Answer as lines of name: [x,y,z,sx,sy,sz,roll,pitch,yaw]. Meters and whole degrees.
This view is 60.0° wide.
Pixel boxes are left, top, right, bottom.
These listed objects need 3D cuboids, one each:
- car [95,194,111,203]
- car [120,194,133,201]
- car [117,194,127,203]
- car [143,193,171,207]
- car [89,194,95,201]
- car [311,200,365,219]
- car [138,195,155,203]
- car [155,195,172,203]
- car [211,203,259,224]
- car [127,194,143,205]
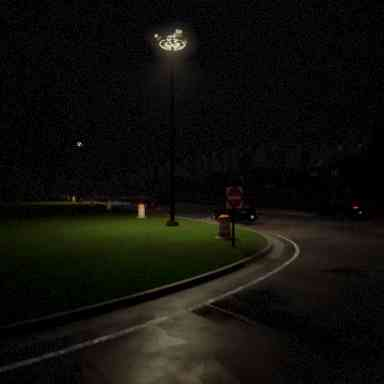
car: [-18.609,1.522,70.614,2.033,1.411,5.357,0,0,-25]
car: [-16.252,1.332,81.969,2.097,1.767,4.553,0,0,-25]
car: [-14.318,1.533,69.736,1.994,1.385,4.181,0,0,-25]
car: [-5.144,1.205,50.680,2.150,2.045,5.566,0,0,-25]
car: [-23.046,1.505,79.959,1.812,1.442,4.674,0,0,-25]
car: [12.710,1.476,29.370,2.128,1.511,4.902,0,0,-25]
car: [-9.186,1.457,67.093,1.882,1.535,5.008,0,0,-25]
car: [-5.855,1.456,68.233,1.882,1.535,5.008,0,0,-25]
car: [3.158,1.515,25.009,1.812,1.442,4.674,0,0,-25]
car: [-9.780,1.460,60.349,1.882,1.535,5.008,0,0,-25]
